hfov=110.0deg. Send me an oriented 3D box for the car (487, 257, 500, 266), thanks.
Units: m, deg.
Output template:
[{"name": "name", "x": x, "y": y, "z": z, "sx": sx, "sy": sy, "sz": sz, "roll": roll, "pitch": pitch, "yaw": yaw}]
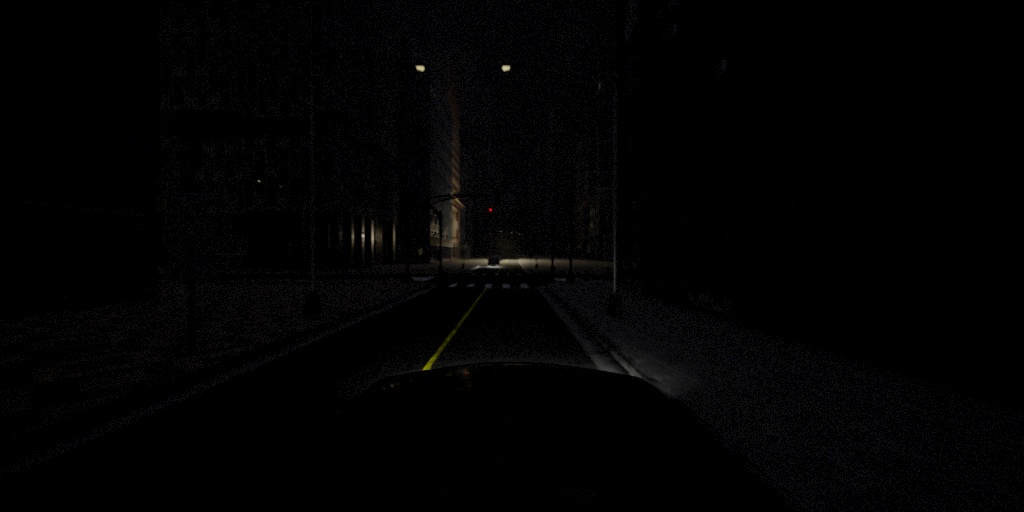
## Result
[{"name": "car", "x": -3.000, "y": 0.884, "z": 59.680, "sx": 2.128, "sy": 1.511, "sz": 4.902, "roll": 0, "pitch": 1, "yaw": 0}]
